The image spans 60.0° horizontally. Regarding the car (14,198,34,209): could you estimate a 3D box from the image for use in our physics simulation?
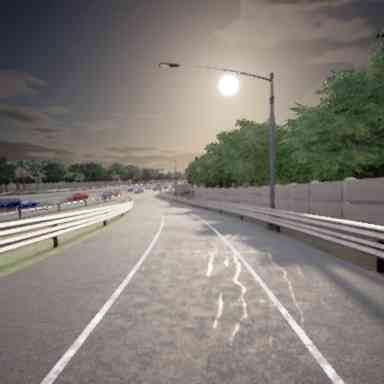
[{"bbox_3d":[-30.149,2.290,61.827,1.882,1.535,5.008,0,3,7],"label":"car"}]

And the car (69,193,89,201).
[{"bbox_3d":[-27.488,1.146,82.397,2.150,2.045,5.566,0,3,7],"label":"car"}]

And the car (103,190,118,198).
[{"bbox_3d":[-22.778,1.002,91.536,1.882,1.535,5.008,0,2,7],"label":"car"}]

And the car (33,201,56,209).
[{"bbox_3d":[-26.678,2.391,61.381,1.994,1.385,4.181,0,3,7],"label":"car"}]

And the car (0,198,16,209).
[{"bbox_3d":[-33.616,2.040,62.297,2.150,2.045,5.566,0,3,7],"label":"car"}]
